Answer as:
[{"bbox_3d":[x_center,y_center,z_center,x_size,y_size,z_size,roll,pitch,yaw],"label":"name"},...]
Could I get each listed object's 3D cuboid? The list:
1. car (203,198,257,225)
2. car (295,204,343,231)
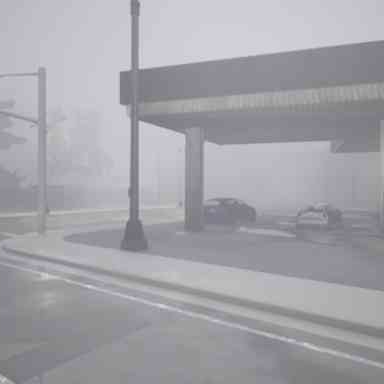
[{"bbox_3d":[2.593,1.227,22.627,2.242,1.667,4.611,0,0,37],"label":"car"},{"bbox_3d":[7.666,1.424,19.827,1.970,1.475,3.806,0,0,37],"label":"car"}]
